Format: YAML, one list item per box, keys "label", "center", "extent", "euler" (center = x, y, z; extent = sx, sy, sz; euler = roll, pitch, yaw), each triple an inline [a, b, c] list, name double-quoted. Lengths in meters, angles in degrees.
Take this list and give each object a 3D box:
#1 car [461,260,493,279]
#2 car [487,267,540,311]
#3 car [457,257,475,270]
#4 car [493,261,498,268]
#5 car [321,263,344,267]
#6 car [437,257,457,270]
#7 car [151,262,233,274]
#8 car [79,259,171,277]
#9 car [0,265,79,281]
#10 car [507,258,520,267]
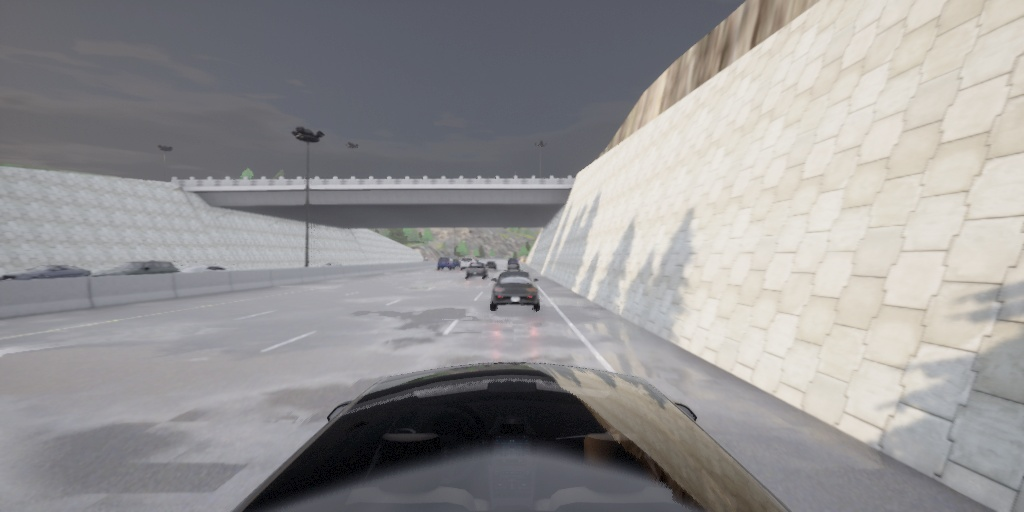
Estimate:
- label: "car"
  center: [-3.331, 1.393, 34.795]
  extent: [2.128, 1.511, 4.902]
  euler: [0, -1, 0]
- label: "car"
  center: [0.123, 1.343, 14.839]
  extent: [1.812, 1.442, 4.674]
  euler: [0, 0, 0]
- label: "car"
  center: [-6.877, 1.222, 56.839]
  extent: [2.150, 2.045, 5.566]
  euler: [0, 0, 0]
- label: "car"
  center: [-3.369, 1.530, 58.315]
  extent: [1.837, 1.490, 4.892]
  euler: [0, 0, 0]
- label: "car"
  center: [-20.954, 1.464, 41.606]
  extent: [1.895, 1.301, 4.718]
  euler: [0, 0, 1]
- label: "car"
  center: [-10.377, 1.207, 56.847]
  extent: [2.150, 2.045, 5.566]
  euler: [0, 0, 0]
- label: "car"
  center: [-21.037, 1.300, 24.305]
  extent: [1.812, 1.442, 4.674]
  euler: [0, 0, 0]
- label: "car"
  center: [-24.547, 1.107, 23.604]
  extent: [2.097, 1.767, 4.553]
  euler: [0, 0, 0]
- label: "car"
  center: [-31.526, 1.294, 24.485]
  extent: [1.994, 1.385, 4.181]
  euler: [0, 0, 0]
- label: "car"
  center: [0.214, 1.504, 53.600]
  extent: [2.128, 1.511, 4.902]
  euler: [0, -1, 0]
